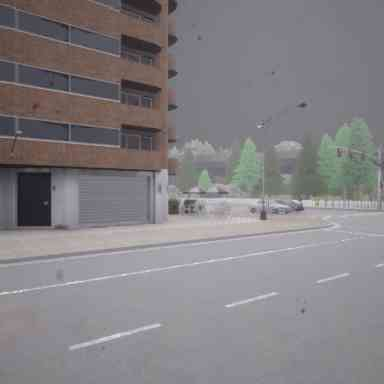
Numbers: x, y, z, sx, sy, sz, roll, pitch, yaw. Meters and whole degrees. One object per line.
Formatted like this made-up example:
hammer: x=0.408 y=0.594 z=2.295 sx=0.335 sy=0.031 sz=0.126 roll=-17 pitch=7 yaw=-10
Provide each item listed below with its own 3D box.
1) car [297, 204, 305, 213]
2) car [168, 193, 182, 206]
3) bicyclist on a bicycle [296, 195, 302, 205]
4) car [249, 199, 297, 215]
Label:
car: x=9.959 y=1.508 z=35.848 sx=1.994 sy=1.385 sz=4.181 roll=0 pitch=0 yaw=-36
car: x=-4.122 y=1.165 z=52.300 sx=5.566 sy=2.045 sz=2.150 roll=0 pitch=0 yaw=33
bicyclist on a bicycle: x=15.294 y=1.245 z=47.289 sx=1.656 sy=1.620 sz=0.582 roll=0 pitch=0 yaw=-36
car: x=7.693 y=1.470 z=33.027 sx=1.812 sy=1.442 sz=4.674 roll=0 pitch=0 yaw=-36
